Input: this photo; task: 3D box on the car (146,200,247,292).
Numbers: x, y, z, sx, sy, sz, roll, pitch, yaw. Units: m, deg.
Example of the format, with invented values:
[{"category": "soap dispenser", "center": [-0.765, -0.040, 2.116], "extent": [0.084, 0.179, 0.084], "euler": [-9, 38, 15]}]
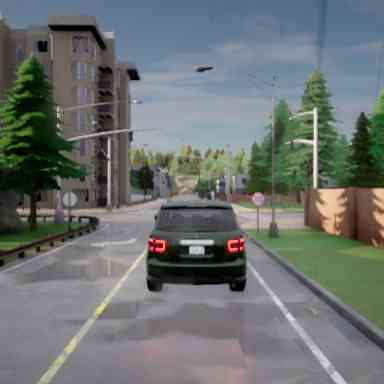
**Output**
[{"category": "car", "center": [0.095, 1.210, 9.059], "extent": [2.150, 2.045, 5.566], "euler": [0, 0, 0]}]
